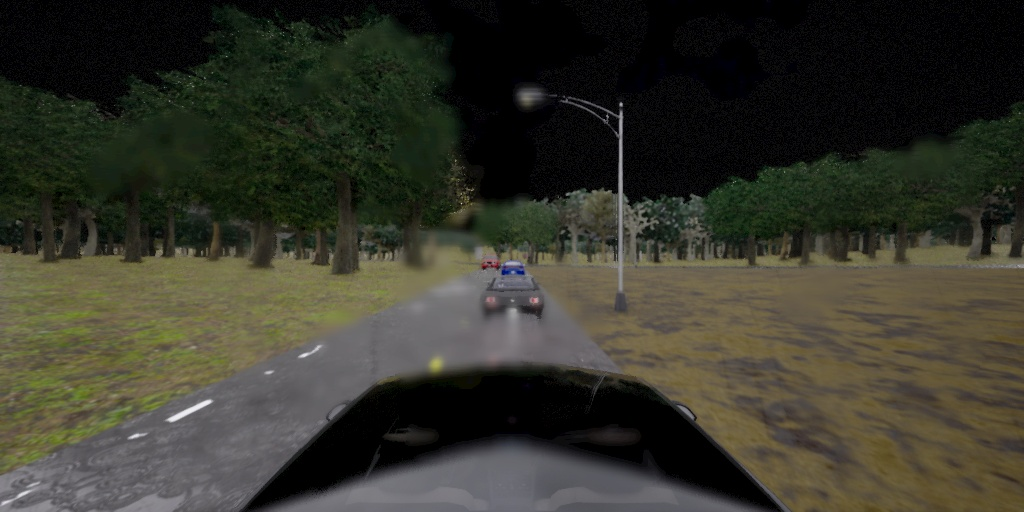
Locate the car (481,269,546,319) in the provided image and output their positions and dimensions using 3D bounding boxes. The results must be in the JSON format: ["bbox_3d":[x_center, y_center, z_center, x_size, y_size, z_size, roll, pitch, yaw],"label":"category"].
[{"bbox_3d":[0.069,1.296,12.417,1.895,1.301,4.718,0,0,0],"label":"car"}]

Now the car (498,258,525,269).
[{"bbox_3d":[0.093,1.093,30.305,1.882,1.535,5.008,0,0,0],"label":"car"}]

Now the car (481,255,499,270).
[{"bbox_3d":[-2.786,0.823,47.503,2.150,2.045,5.566,0,0,0],"label":"car"}]
